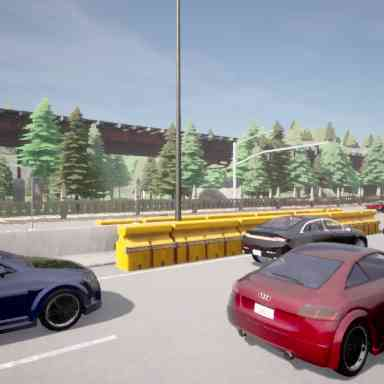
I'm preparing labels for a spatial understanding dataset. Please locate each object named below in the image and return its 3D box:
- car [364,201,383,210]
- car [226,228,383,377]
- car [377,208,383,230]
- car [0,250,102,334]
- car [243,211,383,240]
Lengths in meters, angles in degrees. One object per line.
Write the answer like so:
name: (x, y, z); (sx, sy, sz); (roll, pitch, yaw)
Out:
car: (20.685, 1.601, 35.991); (4.718, 1.301, 1.895); (0, 0, -36)
car: (2.603, 1.564, 5.616); (4.181, 1.385, 1.994); (0, 0, -35)
car: (10.986, 1.564, 15.906); (4.181, 1.385, 1.994); (0, 0, -35)
car: (-3.664, 1.564, 5.429); (4.181, 1.385, 1.994); (0, 0, -36)
car: (3.796, 1.491, 10.762); (4.902, 1.511, 2.128); (0, 0, -36)
